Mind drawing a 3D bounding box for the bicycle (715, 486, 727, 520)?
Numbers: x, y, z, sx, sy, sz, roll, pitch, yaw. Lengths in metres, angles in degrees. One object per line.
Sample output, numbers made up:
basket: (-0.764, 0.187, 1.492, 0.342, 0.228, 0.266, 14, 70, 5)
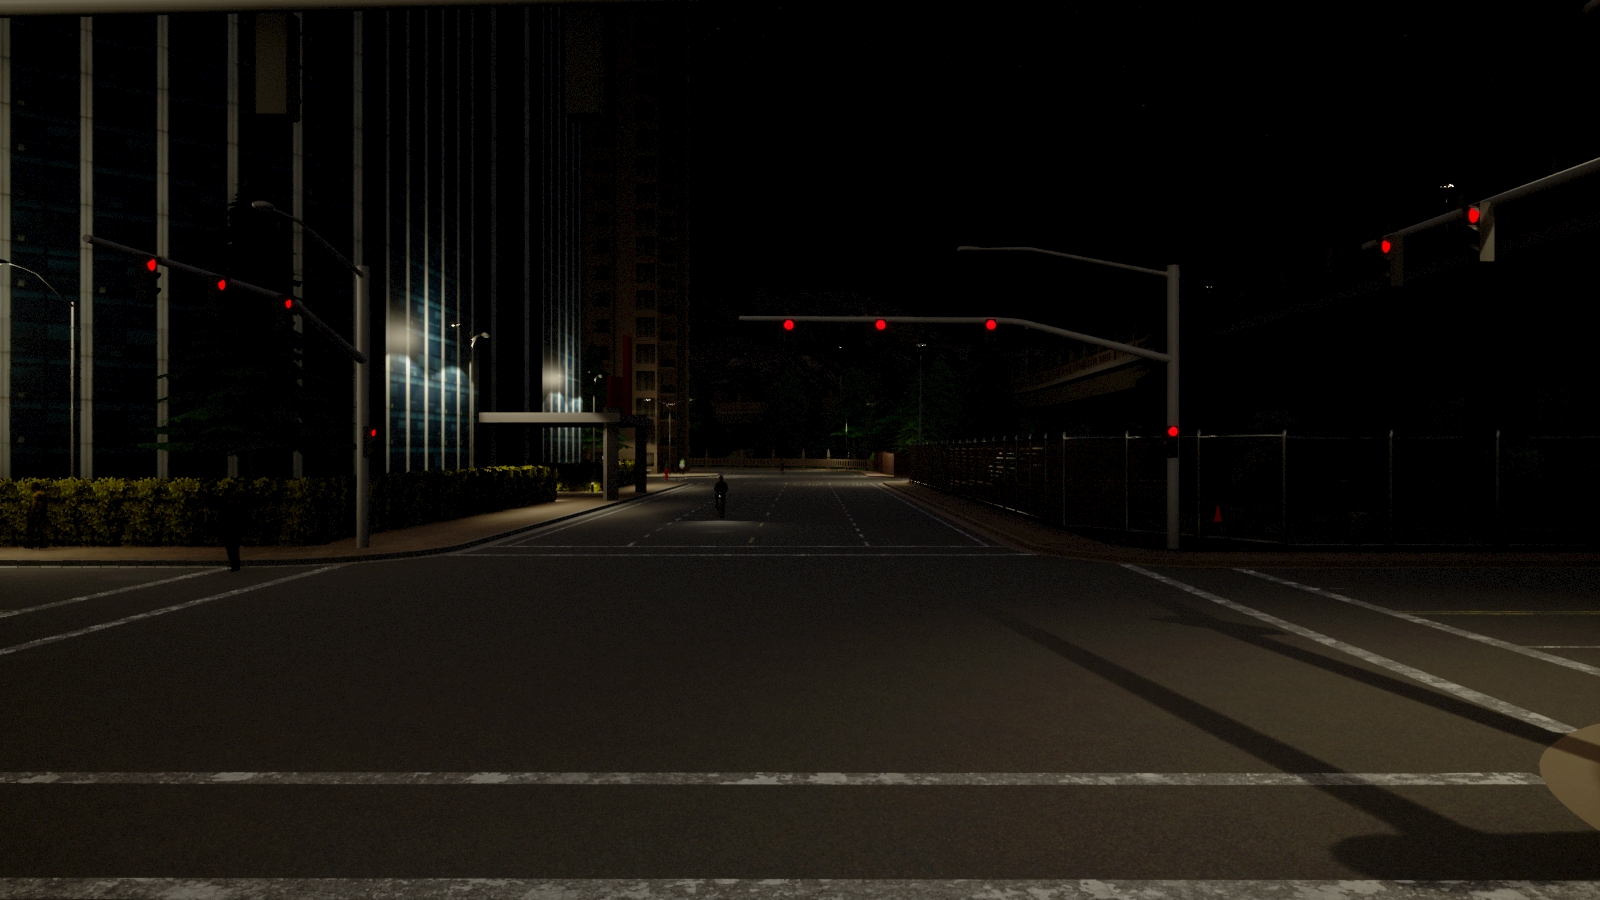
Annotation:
bicycle: (-3.170, 2.104, 45.856, 0.329, 1.271, 1.835, 0, 0, 1)

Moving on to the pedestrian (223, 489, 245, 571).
pedestrian: (-13.085, 1.848, 26.404, 0.375, 1.860, 0.375, 0, 0, -13)

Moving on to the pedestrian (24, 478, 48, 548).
pedestrian: (-20.589, 1.695, 30.790, 0.375, 1.860, 0.375, 0, 0, 0)
